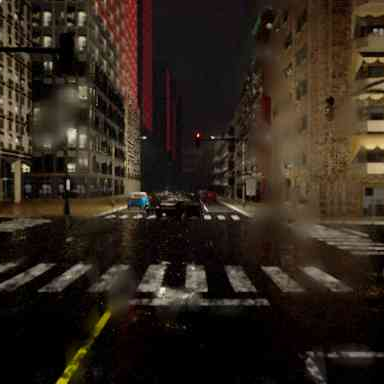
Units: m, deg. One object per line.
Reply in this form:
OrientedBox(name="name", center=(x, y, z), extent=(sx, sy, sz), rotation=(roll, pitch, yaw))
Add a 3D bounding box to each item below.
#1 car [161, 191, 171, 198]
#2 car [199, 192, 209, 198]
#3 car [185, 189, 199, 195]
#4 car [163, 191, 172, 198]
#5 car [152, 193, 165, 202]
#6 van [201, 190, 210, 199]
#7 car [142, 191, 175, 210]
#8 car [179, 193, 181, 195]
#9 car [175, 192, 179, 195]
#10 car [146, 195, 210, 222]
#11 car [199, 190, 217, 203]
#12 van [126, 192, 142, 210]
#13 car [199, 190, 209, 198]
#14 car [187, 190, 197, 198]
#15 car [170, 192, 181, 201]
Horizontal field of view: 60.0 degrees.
OrientedBox(name="car", center=(-5.676, 0.560, 73.362), extent=(1.967, 1.590, 4.097), rotation=(0, 1, 0))
OrientedBox(name="car", center=(2.705, 0.671, 73.362), extent=(2.008, 1.369, 4.403), rotation=(0, 1, 0))
OrientedBox(name="car", center=(0.112, 0.550, 55.201), extent=(2.150, 2.045, 5.566), rotation=(0, 0, 0))
OrientedBox(name="car", center=(-5.675, 0.583, 78.743), extent=(1.752, 1.417, 4.829), rotation=(0, 1, 0))
OrientedBox(name="car", center=(-5.679, 0.842, 56.542), extent=(1.752, 1.417, 4.829), rotation=(0, 1, 0))
OrientedBox(name="van", center=(2.703, 0.525, 67.810), extent=(1.690, 1.788, 3.998), rotation=(0, 1, 0))
OrientedBox(name="car", center=(-3.123, 0.962, 31.776), extent=(2.097, 1.767, 4.553), rotation=(0, 1, 1))
OrientedBox(name="car", center=(-3.040, 0.740, 50.456), extent=(2.097, 1.767, 4.553), rotation=(0, 1, 1))
OrientedBox(name="car", center=(-3.079, 0.857, 40.564), extent=(2.097, 1.767, 4.553), rotation=(0, 1, 0))
OrientedBox(name="car", center=(-0.811, 1.202, 23.312), extent=(2.128, 1.511, 4.902), rotation=(2, 1, 24))
OrientedBox(name="car", center=(2.700, 0.695, 51.158), extent=(2.192, 1.841, 5.009), rotation=(0, 1, 0))
OrientedBox(name="van", center=(-5.684, 0.918, 34.507), extent=(1.690, 1.788, 3.998), rotation=(0, 1, 0))
OrientedBox(name="car", center=(2.705, 0.371, 78.910), extent=(2.192, 1.841, 5.009), rotation=(0, 1, 0))
OrientedBox(name="car", center=(0.017, 0.468, 74.022), extent=(2.097, 1.767, 4.553), rotation=(0, 1, 0))
OrientedBox(name="car", center=(-2.986, 0.743, 60.901), extent=(1.882, 1.535, 5.008), rotation=(0, 1, 0))
